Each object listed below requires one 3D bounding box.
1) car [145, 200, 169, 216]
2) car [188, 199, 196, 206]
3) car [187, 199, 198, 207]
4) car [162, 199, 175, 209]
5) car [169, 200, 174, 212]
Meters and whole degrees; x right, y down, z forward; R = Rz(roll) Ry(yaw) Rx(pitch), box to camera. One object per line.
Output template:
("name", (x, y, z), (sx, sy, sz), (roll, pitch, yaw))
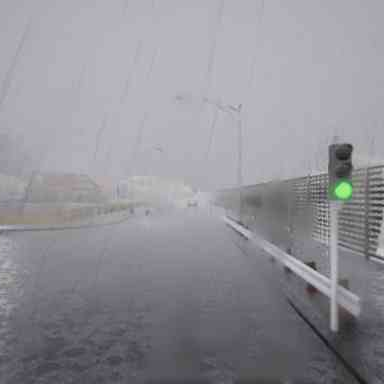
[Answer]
("car", (-4.110, 1.885, 37.400), (2.128, 1.511, 4.902), (0, -1, 0))
("car", (-0.026, 2.260, 74.538), (1.882, 1.535, 5.008), (0, -1, 0))
("car", (0.079, 2.166, 64.239), (2.128, 1.511, 4.902), (0, -1, 0))
("car", (-4.087, 2.084, 57.791), (1.882, 1.535, 5.008), (0, -1, 0))
("car", (-4.110, 2.061, 47.337), (1.994, 1.385, 4.181), (0, -1, 0))
